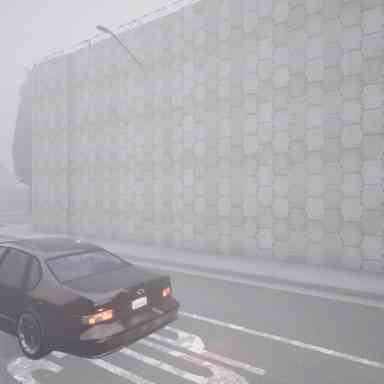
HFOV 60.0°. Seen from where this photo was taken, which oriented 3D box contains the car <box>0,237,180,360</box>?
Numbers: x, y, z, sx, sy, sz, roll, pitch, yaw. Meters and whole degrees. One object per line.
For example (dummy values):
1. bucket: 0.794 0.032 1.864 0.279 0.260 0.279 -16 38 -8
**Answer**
1. car: -2.760 1.547 5.950 5.357 1.411 2.033 0 0 35
